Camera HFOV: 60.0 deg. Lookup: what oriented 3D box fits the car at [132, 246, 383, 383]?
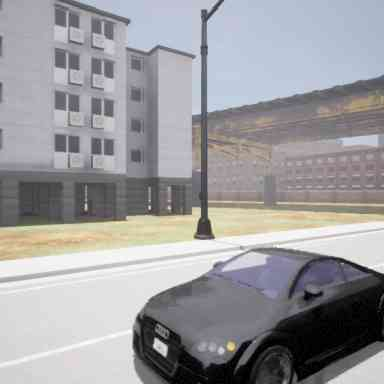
[{"bbox_3d":[1.266,1.564,4.905,4.181,1.385,1.994,0,0,-36],"label":"car"}]
